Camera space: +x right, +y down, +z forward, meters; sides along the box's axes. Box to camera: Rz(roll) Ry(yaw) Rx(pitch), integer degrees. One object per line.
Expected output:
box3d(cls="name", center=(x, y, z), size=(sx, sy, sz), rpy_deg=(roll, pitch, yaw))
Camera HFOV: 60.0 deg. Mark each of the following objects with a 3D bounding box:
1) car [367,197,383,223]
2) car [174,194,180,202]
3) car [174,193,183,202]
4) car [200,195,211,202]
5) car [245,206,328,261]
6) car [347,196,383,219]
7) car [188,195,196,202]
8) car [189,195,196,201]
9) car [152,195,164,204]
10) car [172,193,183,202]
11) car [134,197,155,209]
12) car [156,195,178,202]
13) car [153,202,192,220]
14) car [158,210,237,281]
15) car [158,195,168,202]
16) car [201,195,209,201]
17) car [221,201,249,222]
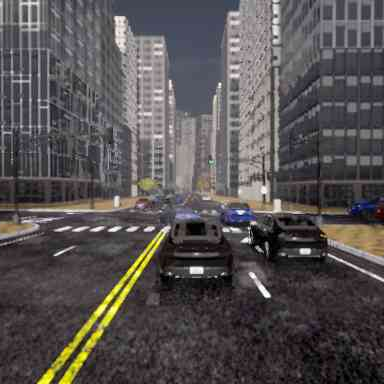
box3d(cls="car", center=(16.219, 1.537, 24.629), size=(5.009, 1.841, 2.192), rpy_deg=(1, 0, 1))
box3d(cls="car", center=(-3.293, 1.499, 53.696), size=(1.837, 1.490, 4.892), rpy_deg=(0, 0, 0))
box3d(cls="car", center=(-3.226, 1.514, 63.516), size=(1.812, 1.442, 4.674), rpy_deg=(0, 0, 0))
box3d(cls="car", center=(3.308, 1.574, 76.982), size=(1.895, 1.301, 4.718), rpy_deg=(0, 0, 0))
box3d(cls="car", center=(3.360, 1.507, 12.295), size=(1.837, 1.490, 4.892), rpy_deg=(0, 0, 0))
box3d(cls="car", center=(17.228, 1.363, 30.390), size=(5.566, 2.045, 2.150), rpy_deg=(1, 1, 2))
box3d(cls="car", center=(0.058, 1.503, 76.273), size=(1.812, 1.442, 4.674), rpy_deg=(0, 0, 0))
box3d(cls="car", center=(0.066, 1.447, 86.267), size=(1.882, 1.535, 5.008), rpy_deg=(0, 0, 0))
box3d(cls="car", center=(-6.470, 1.465, 63.732), size=(1.882, 1.535, 5.008), rpy_deg=(0, 0, 0))
box3d(cls="car", center=(-3.194, 1.206, 73.969), size=(2.150, 2.045, 5.566), rpy_deg=(0, 0, 0))
box3d(cls="car", center=(-6.554, 1.523, 45.123), size=(1.812, 1.442, 4.674), rpy_deg=(0, 0, 2))
box3d(cls="car", center=(-3.307, 1.503, 44.356), size=(1.837, 1.490, 4.892), rpy_deg=(0, 0, 0))
box3d(cls="car", center=(-1.018, 1.619, 22.970), size=(2.033, 1.411, 5.357), rpy_deg=(1, -1, -18))
box3d(cls="car", center=(0.106, 1.506, 9.883), size=(1.837, 1.490, 4.892), rpy_deg=(0, 0, 0))
box3d(cls="car", center=(-6.445, 1.505, 74.002), size=(1.812, 1.442, 4.674), rpy_deg=(0, 0, 0))
box3d(cls="car", center=(3.315, 1.469, 86.916), size=(1.837, 1.490, 4.892), rpy_deg=(0, 0, 0))
box3d(cls="car", center=(3.375, 1.458, 25.264), size=(2.097, 1.767, 4.553), rpy_deg=(0, 1, 0))
